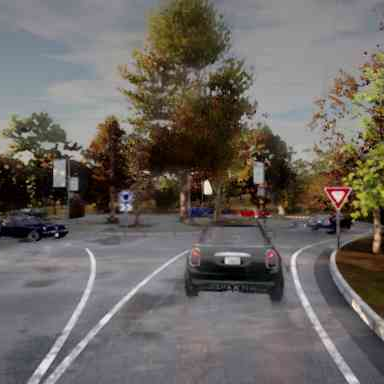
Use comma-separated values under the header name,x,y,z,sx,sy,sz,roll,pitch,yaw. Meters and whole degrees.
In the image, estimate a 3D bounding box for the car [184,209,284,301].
name,x,y,z,sx,sy,sz,roll,pitch,yaw
car,1.152,1.481,8.880,2.097,1.767,4.553,0,-2,9

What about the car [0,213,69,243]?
name,x,y,z,sx,sy,sz,roll,pitch,yaw
car,-9.261,2.024,18.721,4.718,1.301,1.895,-1,-2,24

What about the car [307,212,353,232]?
name,x,y,z,sx,sy,sz,roll,pitch,yaw
car,10.355,2.158,24.768,2.033,1.411,5.357,-1,-2,40

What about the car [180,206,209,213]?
name,x,y,z,sx,sy,sz,roll,pitch,yaw
car,0.668,2.812,50.136,5.008,1.535,1.882,1,-2,15

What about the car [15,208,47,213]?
name,x,y,z,sx,sy,sz,roll,pitch,yaw
car,-19.052,2.571,39.021,1.812,1.442,4.674,-1,-2,19
